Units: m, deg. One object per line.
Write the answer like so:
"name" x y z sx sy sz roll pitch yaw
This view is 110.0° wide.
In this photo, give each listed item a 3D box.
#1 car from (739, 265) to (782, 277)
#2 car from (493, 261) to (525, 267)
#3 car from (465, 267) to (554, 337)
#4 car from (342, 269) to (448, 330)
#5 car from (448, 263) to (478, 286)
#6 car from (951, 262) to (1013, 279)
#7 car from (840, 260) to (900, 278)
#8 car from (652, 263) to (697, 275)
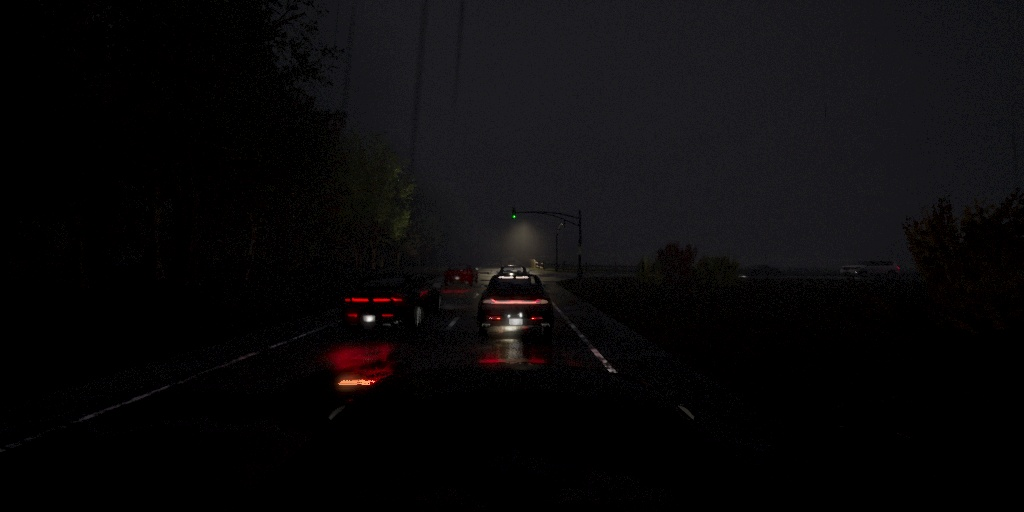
"car" 29.266 1.691 42.319 4.181 1.385 1.994 1 -1 0
"car" 0.063 1.246 19.782 2.128 1.511 4.902 0 0 0
"car" 0.083 1.244 10.355 2.128 1.511 4.902 0 0 0
"car" -3.419 1.256 11.008 1.837 1.490 4.892 0 0 0
"car" -3.452 1.233 25.003 1.882 1.535 5.008 0 0 0
"car" 50.192 1.517 38.672 5.566 2.045 2.150 1 -1 1
"car" 42.169 1.492 42.289 5.566 2.045 2.150 1 -1 0
"car" 19.319 1.566 42.346 5.357 1.411 2.033 1 -1 0
